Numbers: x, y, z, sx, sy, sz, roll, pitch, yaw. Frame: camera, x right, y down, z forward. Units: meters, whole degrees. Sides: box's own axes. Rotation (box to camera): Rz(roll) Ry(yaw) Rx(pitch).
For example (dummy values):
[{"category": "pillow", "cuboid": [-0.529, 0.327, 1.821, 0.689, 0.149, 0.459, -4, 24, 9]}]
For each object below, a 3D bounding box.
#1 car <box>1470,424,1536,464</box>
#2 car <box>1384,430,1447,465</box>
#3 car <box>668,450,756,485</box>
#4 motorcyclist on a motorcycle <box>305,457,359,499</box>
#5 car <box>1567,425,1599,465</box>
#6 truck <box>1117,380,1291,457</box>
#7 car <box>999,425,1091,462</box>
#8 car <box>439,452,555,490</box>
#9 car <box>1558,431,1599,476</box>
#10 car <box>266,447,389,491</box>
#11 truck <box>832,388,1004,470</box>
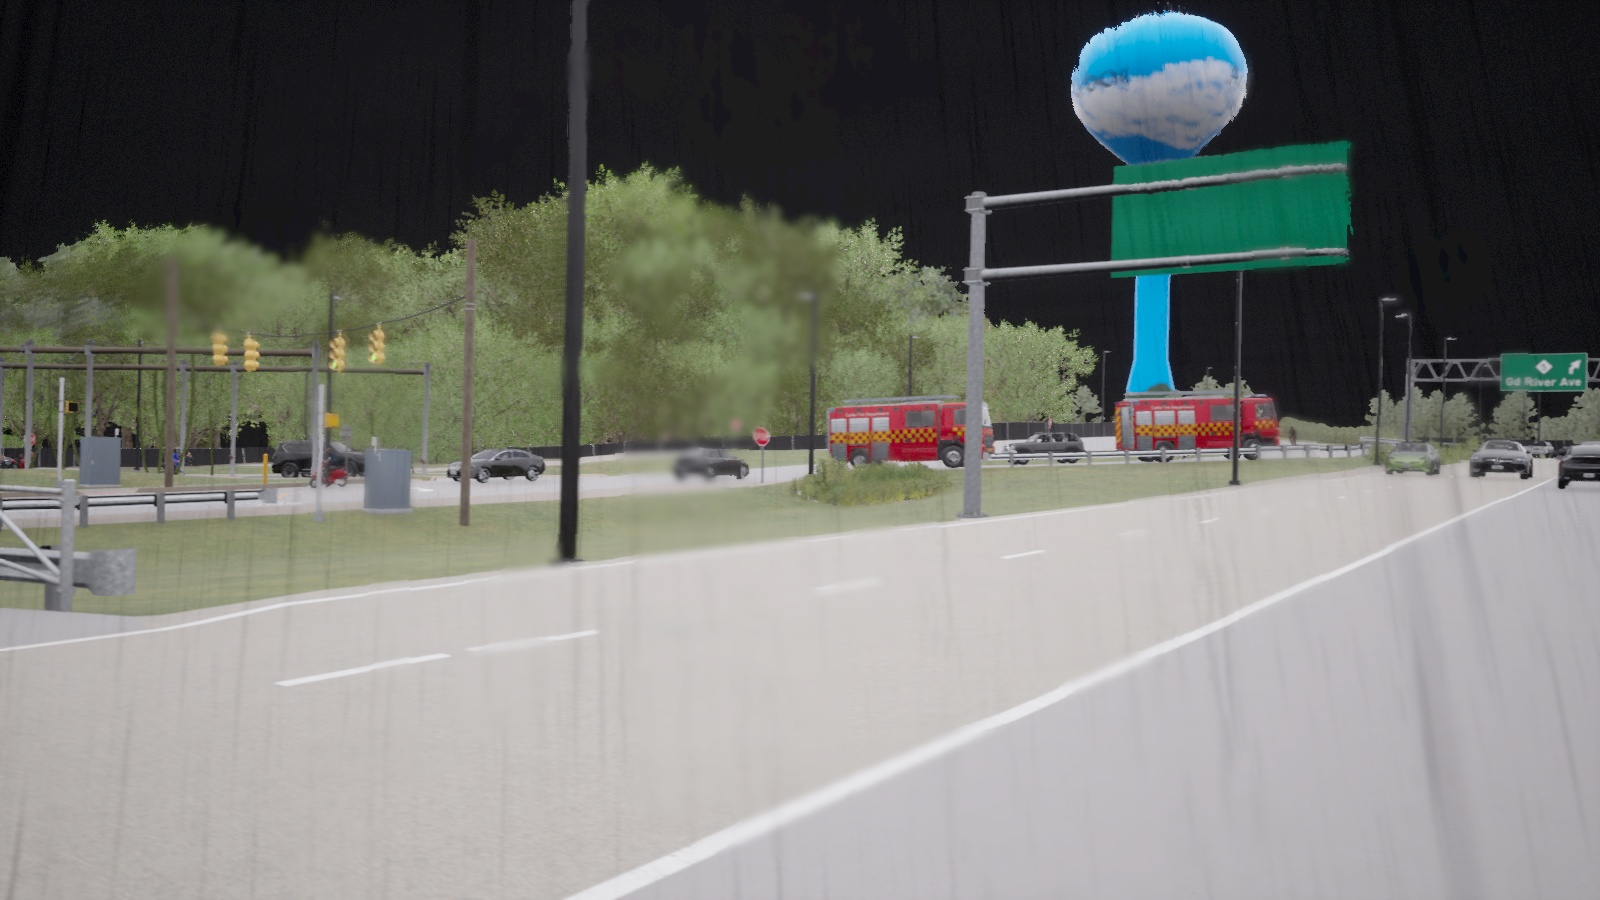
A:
[{"category": "car", "cuboid": [30.813, -0.284, 54.962, 2.152, 1.651, 5.027, 0, 1, 33]}, {"category": "car", "cuboid": [28.058, -0.122, 57.144, 2.007, 1.525, 4.514, 0, 1, 33]}, {"category": "car", "cuboid": [-4.136, 0.786, 60.045, 1.837, 1.490, 4.892, 0, 1, 28]}, {"category": "motorcyclist on a motorcycle", "cuboid": [-18.533, 1.084, 49.777, 0.866, 1.590, 1.817, 0, 1, 33]}, {"category": "car", "cuboid": [34.880, -0.243, 54.774, 2.242, 1.667, 4.611, 0, 1, 33]}, {"category": "truck", "cuboid": [21.969, -1.706, 68.455, 8.468, 3.827, 2.891, -2, 0, -7]}, {"category": "car", "cuboid": [13.727, -0.362, 70.577, 4.605, 1.855, 1.932, -3, 0, -7]}, {"category": "car", "cuboid": [-13.732, 0.911, 57.107, 2.128, 1.511, 4.902, 0, 1, 36]}, {"category": "car", "cuboid": [27.534, 0.087, 43.630, 1.837, 1.490, 4.892, 0, 1, 33]}, {"category": "car", "cuboid": [-24.388, 0.981, 64.920, 5.566, 2.045, 2.150, -2, -1, 8]}, {"category": "truck", "cuboid": [6.225, -1.033, 66.418, 8.468, 3.827, 2.891, -3, -1, 22]}]
